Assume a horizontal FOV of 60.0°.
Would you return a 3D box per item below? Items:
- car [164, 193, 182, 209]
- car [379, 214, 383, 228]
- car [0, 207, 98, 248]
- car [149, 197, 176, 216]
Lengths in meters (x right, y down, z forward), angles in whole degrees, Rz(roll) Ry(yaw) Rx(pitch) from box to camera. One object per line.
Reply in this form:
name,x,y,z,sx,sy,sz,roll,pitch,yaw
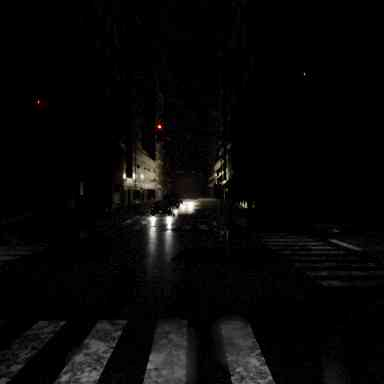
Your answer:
car,-2.860,1.202,46.038,2.150,2.045,5.566,0,0,0
car,12.342,1.282,16.851,5.009,1.841,2.192,0,0,0
car,-6.710,1.498,15.071,4.892,1.490,1.837,0,4,-42
car,-2.858,1.515,32.166,1.812,1.442,4.674,0,0,0
